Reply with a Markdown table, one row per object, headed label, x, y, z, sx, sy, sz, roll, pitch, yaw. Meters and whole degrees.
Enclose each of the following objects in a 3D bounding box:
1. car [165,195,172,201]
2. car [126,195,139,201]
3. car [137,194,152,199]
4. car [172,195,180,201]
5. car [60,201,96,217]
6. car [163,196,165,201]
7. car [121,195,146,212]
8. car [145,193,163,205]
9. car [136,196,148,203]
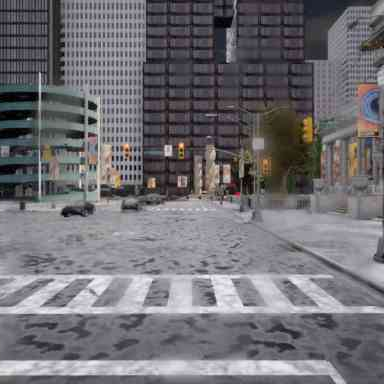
| label | x | y | z | sx | sy | sz | roll | pitch | yaw |
| --- | --- | --- | --- | --- | --- | --- | --- | --- | --- |
| car | -7.505 | 1.595 | 85.653 | 1.895 | 1.301 | 4.718 | 0 | 0 | -25 |
| car | -15.484 | 1.409 | 85.696 | 1.837 | 1.490 | 4.892 | 0 | 0 | -29 |
| car | -12.542 | 1.154 | 87.613 | 2.033 | 1.411 | 5.357 | 0 | 0 | -31 |
| car | -4.769 | 1.500 | 87.967 | 1.837 | 1.490 | 4.892 | 0 | 0 | -29 |
| car | -10.584 | 1.547 | 31.401 | 2.033 | 1.411 | 5.357 | 0 | 0 | 0 |
| car | -7.430 | 1.524 | 73.469 | 1.812 | 1.442 | 4.674 | 0 | 0 | -7 |
| car | -7.079 | 1.477 | 39.658 | 1.882 | 1.535 | 5.008 | 0 | 0 | 0 |
| car | -7.083 | 1.223 | 61.021 | 2.150 | 2.045 | 5.566 | 0 | 0 | 0 |
| car | -10.633 | 1.540 | 70.720 | 2.033 | 1.411 | 5.357 | 0 | 0 | -3 |
